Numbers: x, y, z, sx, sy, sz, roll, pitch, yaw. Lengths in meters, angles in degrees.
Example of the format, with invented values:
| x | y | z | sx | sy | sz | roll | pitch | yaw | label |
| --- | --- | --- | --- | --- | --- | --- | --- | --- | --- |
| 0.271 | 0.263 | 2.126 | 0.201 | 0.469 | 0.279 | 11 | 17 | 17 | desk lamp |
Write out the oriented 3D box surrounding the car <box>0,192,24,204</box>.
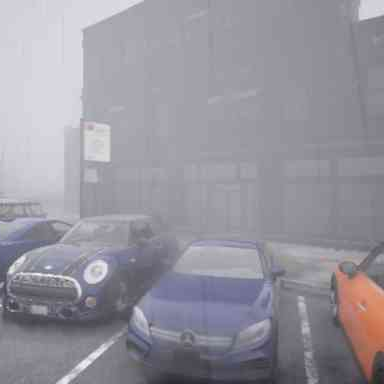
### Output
| x | y | z | sx | sy | sz | roll | pitch | yaw | label |
| --- | --- | --- | --- | --- | --- | --- | --- | --- | --- |
| -31.005 | 0.998 | 54.868 | 5.566 | 2.045 | 2.435 | -1 | -1 | 14 | car |

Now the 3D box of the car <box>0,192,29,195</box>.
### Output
| x | y | z | sx | sy | sz | roll | pitch | yaw | label |
| --- | --- | --- | --- | --- | --- | --- | --- | --- | --- |
| -22.053 | 1.066 | 37.828 | 5.566 | 2.045 | 2.435 | 1 | 0 | 14 | car |

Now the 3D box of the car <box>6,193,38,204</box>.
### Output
| x | y | z | sx | sy | sz | roll | pitch | yaw | label |
| --- | --- | --- | --- | --- | --- | --- | --- | --- | --- |
| -29.371 | 1.126 | 57.383 | 4.553 | 1.767 | 2.185 | -1 | -1 | 14 | car |

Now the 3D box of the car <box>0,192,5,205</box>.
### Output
| x | y | z | sx | sy | sz | roll | pitch | yaw | label |
| --- | --- | --- | --- | --- | --- | --- | --- | --- | --- |
| -32.751 | 0.998 | 52.355 | 5.566 | 2.045 | 2.435 | -1 | 0 | 14 | car |

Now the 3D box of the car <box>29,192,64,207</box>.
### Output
| x | y | z | sx | sy | sz | roll | pitch | yaw | label |
| --- | --- | --- | --- | --- | --- | --- | --- | --- | --- |
| -18.799 | 1.067 | 42.730 | 5.566 | 2.045 | 2.435 | 1 | 1 | 14 | car |

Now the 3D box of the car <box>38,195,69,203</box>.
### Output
| x | y | z | sx | sy | sz | roll | pitch | yaw | label |
| --- | --- | --- | --- | --- | --- | --- | --- | --- | --- |
| -25.964 | 1.254 | 62.383 | 4.892 | 1.521 | 2.231 | -1 | -1 | 14 | car |

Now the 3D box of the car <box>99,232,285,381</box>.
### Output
| x | y | z | sx | sy | sz | roll | pitch | yaw | label |
| --- | --- | --- | --- | --- | --- | --- | --- | --- | --- |
| 0.573 | 1.513 | 5.755 | 2.002 | 1.452 | 4.674 | 1 | 0 | 16 | car |

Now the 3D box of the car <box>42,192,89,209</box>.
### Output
| x | y | z | sx | sy | sz | roll | pitch | yaw | label |
| --- | --- | --- | --- | --- | --- | --- | --- | --- | --- |
| -17.142 | 1.068 | 45.182 | 5.566 | 2.045 | 2.435 | 1 | 1 | 14 | car |

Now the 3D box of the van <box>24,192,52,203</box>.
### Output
| x | y | z | sx | sy | sz | roll | pitch | yaw | label |
| --- | --- | --- | --- | --- | --- | --- | --- | --- | --- |
| -27.765 | 1.027 | 59.897 | 4.442 | 1.987 | 1.878 | -1 | 0 | 14 | van |

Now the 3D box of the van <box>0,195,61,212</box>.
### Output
| x | y | z | sx | sy | sz | roll | pitch | yaw | label |
| --- | --- | --- | --- | --- | --- | --- | --- | --- | --- |
| -6.731 | 1.207 | 11.109 | 1.878 | 1.987 | 4.442 | 0 | -1 | 15 | van |

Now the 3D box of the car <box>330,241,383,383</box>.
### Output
| x | y | z | sx | sy | sz | roll | pitch | yaw | label |
| --- | --- | --- | --- | --- | --- | --- | --- | --- | --- |
| 3.001 | 1.361 | 3.977 | 2.185 | 1.767 | 4.553 | 0 | -1 | 16 | car |

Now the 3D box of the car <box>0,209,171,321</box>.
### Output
| x | y | z | sx | sy | sz | roll | pitch | yaw | label |
| --- | --- | --- | --- | --- | --- | --- | --- | --- | --- |
| -1.854 | 1.333 | 7.532 | 2.185 | 1.767 | 4.553 | 1 | 0 | 15 | car |
